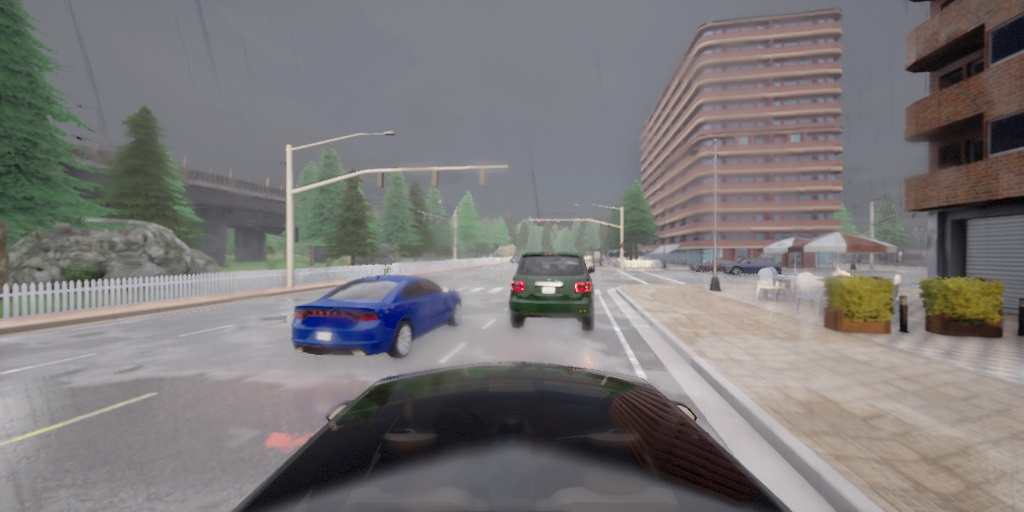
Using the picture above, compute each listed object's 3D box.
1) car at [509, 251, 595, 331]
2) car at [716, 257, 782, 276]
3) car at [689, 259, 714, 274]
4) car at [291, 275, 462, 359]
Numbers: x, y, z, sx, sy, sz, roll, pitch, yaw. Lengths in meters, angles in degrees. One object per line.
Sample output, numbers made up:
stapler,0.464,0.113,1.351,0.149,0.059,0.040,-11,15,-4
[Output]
car,1.348,0.890,11.008,2.150,2.045,5.566,0,0,10
car,21.645,0.900,32.702,4.553,1.767,2.097,0,1,10
car,20.619,1.041,36.447,4.674,1.442,1.812,0,0,10
car,-2.689,1.172,8.438,1.882,1.535,5.008,0,0,11
